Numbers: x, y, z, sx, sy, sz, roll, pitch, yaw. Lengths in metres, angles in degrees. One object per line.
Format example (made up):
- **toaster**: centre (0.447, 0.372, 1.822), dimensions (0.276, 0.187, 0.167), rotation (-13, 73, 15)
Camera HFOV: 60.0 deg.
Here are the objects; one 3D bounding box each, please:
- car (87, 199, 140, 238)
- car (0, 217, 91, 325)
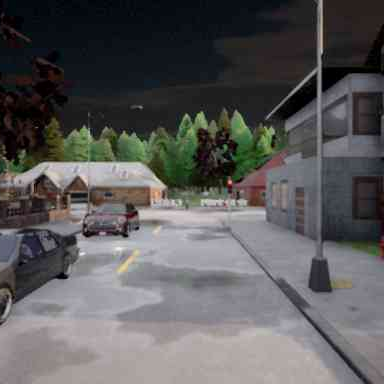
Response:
- **car**: centre (-4.055, 1.298, 17.390), dimensions (2.097, 1.767, 4.553), rotation (0, 0, 1)
- **car**: centre (-4.076, 1.525, 7.230), dimensions (2.033, 1.411, 5.357), rotation (0, 0, 0)
